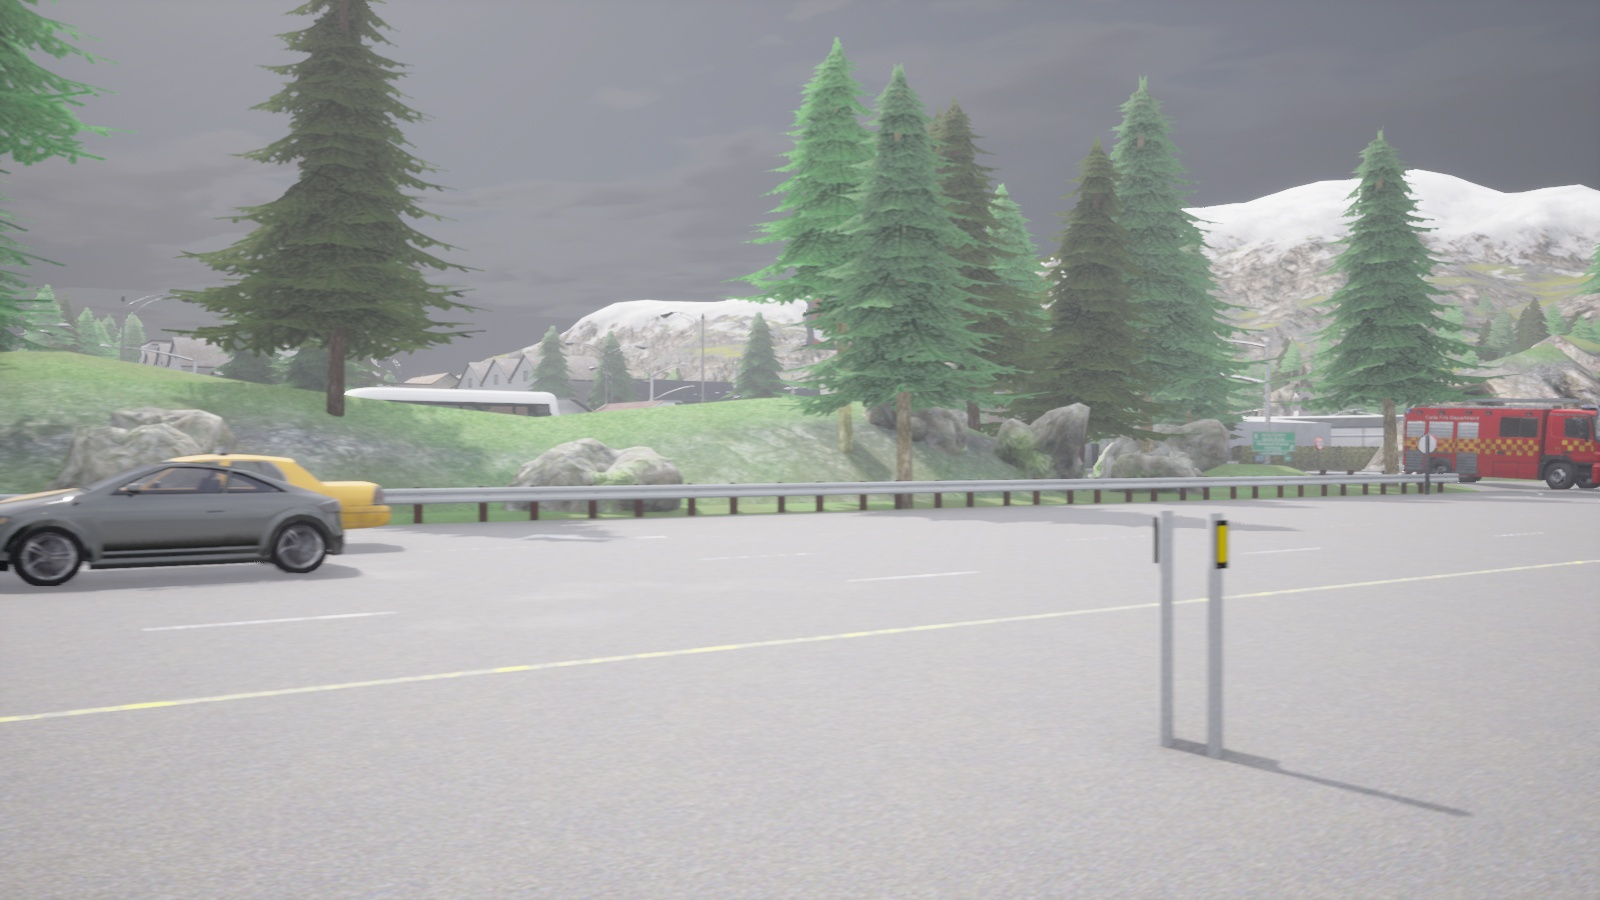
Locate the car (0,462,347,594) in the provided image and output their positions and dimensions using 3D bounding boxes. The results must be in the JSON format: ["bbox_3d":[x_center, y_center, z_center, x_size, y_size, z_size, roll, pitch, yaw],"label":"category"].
[{"bbox_3d":[-7.903,0.861,15.196,4.181,1.385,1.994,0,0,-34],"label":"car"}]

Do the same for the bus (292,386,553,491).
[{"bbox_3d":[-16.369,-0.477,54.790,10.273,4.253,3.944,0,0,-31],"label":"bus"}]

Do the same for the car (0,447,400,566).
[{"bbox_3d":[-8.941,0.747,18.725,5.366,1.575,1.801,0,0,-34],"label":"car"}]

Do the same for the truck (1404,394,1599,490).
[{"bbox_3d":[30.952,-0.454,54.173,2.891,3.827,8.468,0,2,-34],"label":"truck"}]
